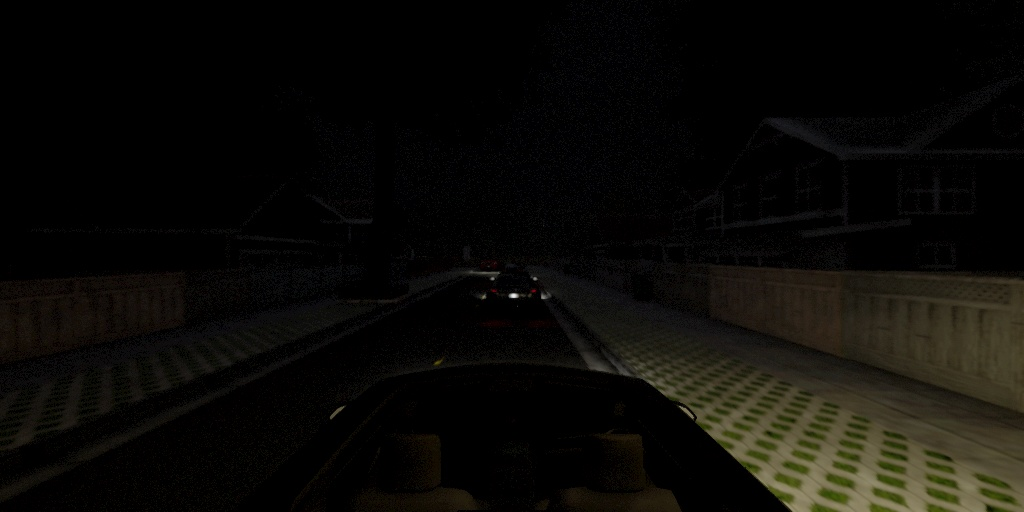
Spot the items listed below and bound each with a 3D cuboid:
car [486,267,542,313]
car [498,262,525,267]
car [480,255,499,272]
[{"bbox_3d":[0.069,1.301,14.007,1.994,1.385,4.181,0,0,0],"label":"car"},{"bbox_3d":[0.066,1.245,29.501,1.812,1.442,4.674,0,0,0],"label":"car"},{"bbox_3d":[-2.831,0.921,46.534,2.150,2.045,5.566,0,0,0],"label":"car"}]
